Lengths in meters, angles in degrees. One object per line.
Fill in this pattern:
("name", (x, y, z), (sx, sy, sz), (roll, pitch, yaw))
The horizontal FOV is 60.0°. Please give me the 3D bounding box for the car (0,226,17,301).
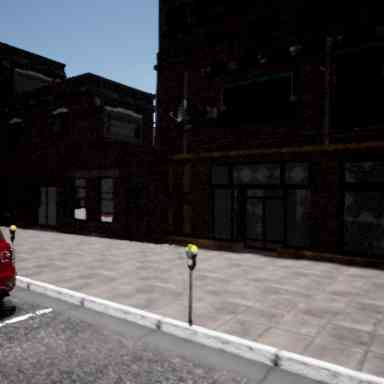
("car", (-5.617, 1.337, 6.861), (5.009, 1.841, 2.192), (0, 1, 36))
